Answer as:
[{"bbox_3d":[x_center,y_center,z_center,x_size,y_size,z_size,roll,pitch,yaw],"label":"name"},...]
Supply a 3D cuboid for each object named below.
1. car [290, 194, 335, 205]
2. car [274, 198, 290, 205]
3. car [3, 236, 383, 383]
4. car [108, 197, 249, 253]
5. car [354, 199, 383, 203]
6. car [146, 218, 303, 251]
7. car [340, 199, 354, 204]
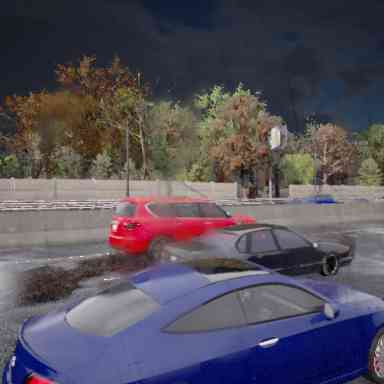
[{"bbox_3d":[15.113,1.225,40.900,5.566,2.045,2.150,0,0,-30],"label":"car"},{"bbox_3d":[13.196,1.551,43.836,5.357,1.411,2.033,0,0,-30],"label":"car"},{"bbox_3d":[0.489,1.526,3.874,4.674,1.442,1.812,0,0,-30],"label":"car"},{"bbox_3d":[-0.088,1.216,11.625,5.566,2.045,2.150,1,0,-31],"label":"car"},{"bbox_3d":[19.835,1.529,35.547,4.674,1.442,1.812,0,0,-30],"label":"car"},{"bbox_3d":[1.763,1.547,8.659,5.357,1.411,2.033,0,0,-30],"label":"car"},{"bbox_3d":[19.195,1.552,39.223,5.357,1.411,2.033,0,0,-30],"label":"car"}]
